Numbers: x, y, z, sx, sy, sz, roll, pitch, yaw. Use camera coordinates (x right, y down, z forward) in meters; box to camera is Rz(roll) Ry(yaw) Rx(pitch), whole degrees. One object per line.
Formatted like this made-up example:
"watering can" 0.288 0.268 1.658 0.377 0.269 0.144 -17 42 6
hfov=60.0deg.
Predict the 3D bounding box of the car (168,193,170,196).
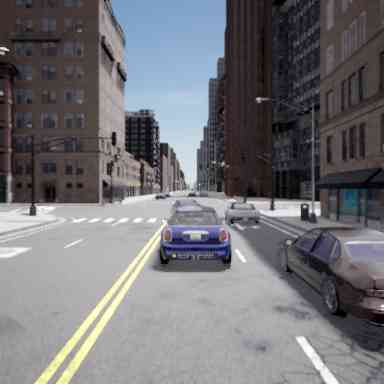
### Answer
"car" -6.494 0.832 83.350 1.895 1.301 4.718 0 1 0

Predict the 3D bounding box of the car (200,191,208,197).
"car" 3.257 0.691 90.517 2.128 1.511 4.902 0 1 0

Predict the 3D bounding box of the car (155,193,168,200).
"car" -6.497 0.977 67.950 1.895 1.301 4.718 0 1 0

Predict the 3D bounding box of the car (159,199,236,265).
"car" 0.101 1.247 11.400 2.097 1.767 4.553 0 1 0

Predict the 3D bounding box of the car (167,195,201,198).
"car" -0.505 1.248 24.708 1.882 1.535 5.008 0 1 -9

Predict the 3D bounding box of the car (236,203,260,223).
"car" 3.352 1.387 23.021 1.895 1.301 4.718 0 1 0

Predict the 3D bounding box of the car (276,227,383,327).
"car" 3.350 1.479 7.251 2.033 1.411 5.357 0 1 0

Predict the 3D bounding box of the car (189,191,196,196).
"car" 0.007 0.644 90.517 1.882 1.535 5.008 0 1 0
